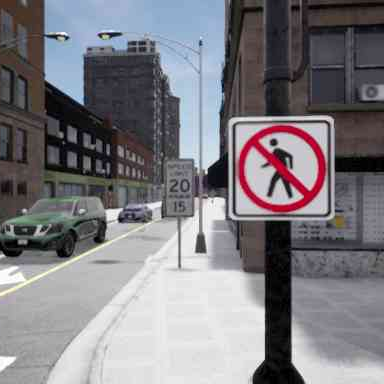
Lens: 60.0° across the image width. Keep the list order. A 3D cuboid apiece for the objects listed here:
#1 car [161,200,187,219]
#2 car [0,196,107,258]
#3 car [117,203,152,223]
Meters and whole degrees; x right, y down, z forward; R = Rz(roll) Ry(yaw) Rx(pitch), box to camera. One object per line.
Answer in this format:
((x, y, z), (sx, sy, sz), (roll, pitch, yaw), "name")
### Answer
((-1.340, 1.216, 29.485), (2.150, 2.045, 5.566), (0, 0, 4), "car")
((-5.083, 1.210, 13.108), (2.150, 2.045, 5.566), (0, 0, 4), "car")
((-4.249, 1.559, 25.232), (1.994, 1.385, 4.181), (0, 0, 3), "car")
